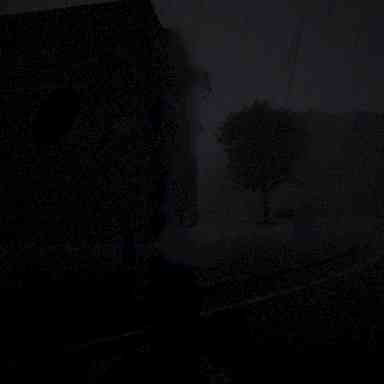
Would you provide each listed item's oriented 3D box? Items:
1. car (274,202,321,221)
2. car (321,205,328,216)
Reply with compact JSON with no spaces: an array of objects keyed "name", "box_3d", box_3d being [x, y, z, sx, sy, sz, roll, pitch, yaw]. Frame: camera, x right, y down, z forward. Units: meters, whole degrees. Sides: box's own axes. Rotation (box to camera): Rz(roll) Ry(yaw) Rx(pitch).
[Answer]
[{"name":"car","box_3d":[10.224,2.069,33.558,1.812,1.442,4.674,-3,-1,-28]},{"name":"car","box_3d":[12.598,1.921,36.971,1.882,1.535,5.008,-3,-1,-29]}]
